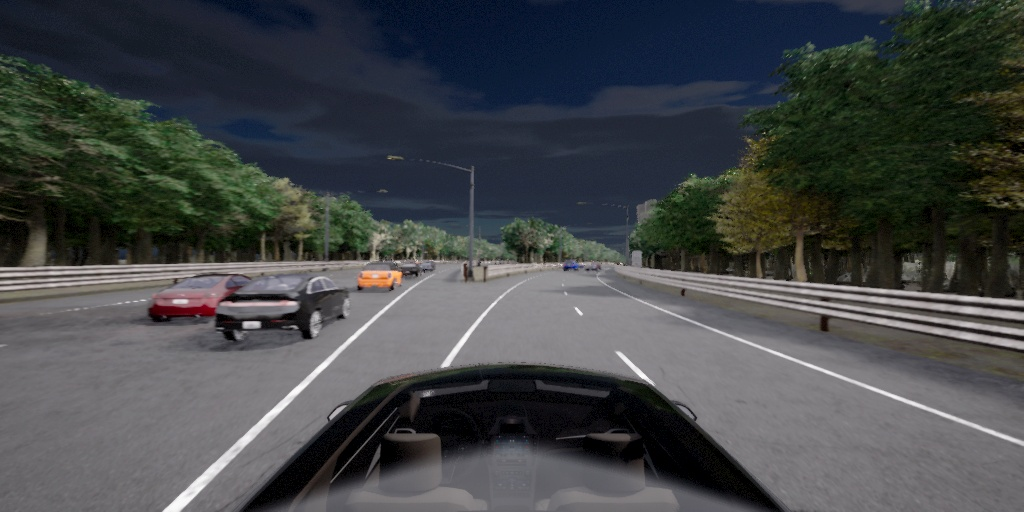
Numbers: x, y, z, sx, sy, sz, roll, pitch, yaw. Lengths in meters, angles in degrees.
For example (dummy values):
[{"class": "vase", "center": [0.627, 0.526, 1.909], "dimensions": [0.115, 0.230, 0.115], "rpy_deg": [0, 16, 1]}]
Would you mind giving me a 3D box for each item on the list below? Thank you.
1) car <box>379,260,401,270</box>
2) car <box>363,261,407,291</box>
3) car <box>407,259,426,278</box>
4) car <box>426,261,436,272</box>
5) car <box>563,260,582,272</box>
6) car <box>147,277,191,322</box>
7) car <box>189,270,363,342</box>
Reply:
[{"class": "car", "center": [-19.620, 1.479, 57.867], "dimensions": [2.128, 1.511, 4.902], "rpy_deg": [1, -1, -5]}, {"class": "car", "center": [-8.198, 1.191, 22.676], "dimensions": [2.097, 1.767, 4.553], "rpy_deg": [1, -1, -10]}, {"class": "car", "center": [-10.364, 1.419, 36.988], "dimensions": [1.882, 1.535, 5.008], "rpy_deg": [1, -1, -8]}, {"class": "car", "center": [-12.117, 1.594, 51.790], "dimensions": [2.033, 1.411, 5.357], "rpy_deg": [1, -1, -6]}, {"class": "car", "center": [10.574, 1.705, 64.180], "dimensions": [2.150, 2.045, 5.566], "rpy_deg": [1, -1, 17]}, {"class": "car", "center": [-9.753, 1.276, 12.116], "dimensions": [1.994, 1.385, 4.181], "rpy_deg": [1, -1, -11]}, {"class": "car", "center": [-5.838, 1.236, 9.788], "dimensions": [2.128, 1.511, 4.902], "rpy_deg": [1, -1, -11]}]
